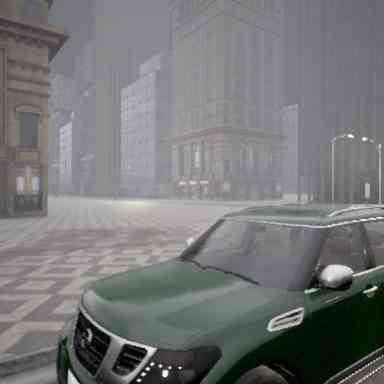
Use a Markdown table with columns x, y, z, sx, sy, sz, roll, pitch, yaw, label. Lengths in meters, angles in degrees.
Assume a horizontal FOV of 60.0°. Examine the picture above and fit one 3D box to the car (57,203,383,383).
| x | y | z | sx | sy | sz | roll | pitch | yaw | label |
| --- | --- | --- | --- | --- | --- | --- | --- | --- | --- |
| 1.297 | 1.205 | 4.292 | 5.566 | 2.045 | 2.150 | 0 | 0 | -36 | car |
